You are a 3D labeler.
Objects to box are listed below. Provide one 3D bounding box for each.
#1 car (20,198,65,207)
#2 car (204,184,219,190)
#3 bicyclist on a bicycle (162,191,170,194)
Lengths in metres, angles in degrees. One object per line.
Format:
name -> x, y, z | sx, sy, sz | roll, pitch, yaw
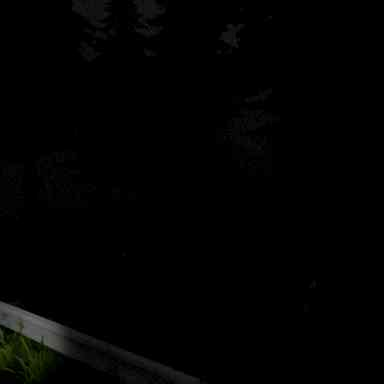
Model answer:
car -> -13.355, 1.278, 29.823 | 4.181, 1.385, 1.994 | -5, 3, -32
car -> 1.168, -0.048, 37.075 | 5.008, 1.535, 1.882 | -4, 1, -12
bicyclist on a bicycle -> -2.234, 0.269, 28.847 | 0.582, 1.620, 1.656 | 1, 4, -28
